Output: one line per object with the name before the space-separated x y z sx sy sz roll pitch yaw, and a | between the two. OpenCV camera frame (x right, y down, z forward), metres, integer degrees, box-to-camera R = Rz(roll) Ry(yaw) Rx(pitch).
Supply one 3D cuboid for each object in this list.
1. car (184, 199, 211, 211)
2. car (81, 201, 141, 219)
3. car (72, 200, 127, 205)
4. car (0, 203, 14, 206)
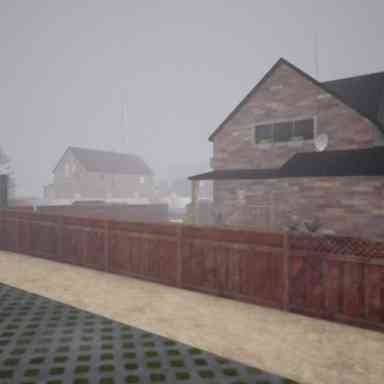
car | 0.894 1.637 41.992 1.837 1.490 4.892 1 1 36
car | -7.272 1.590 30.516 2.033 1.411 5.357 1 0 35
car | -7.270 1.392 25.489 2.097 1.767 4.553 1 0 36
car | -13.433 1.485 21.753 1.837 1.490 4.892 1 0 34
